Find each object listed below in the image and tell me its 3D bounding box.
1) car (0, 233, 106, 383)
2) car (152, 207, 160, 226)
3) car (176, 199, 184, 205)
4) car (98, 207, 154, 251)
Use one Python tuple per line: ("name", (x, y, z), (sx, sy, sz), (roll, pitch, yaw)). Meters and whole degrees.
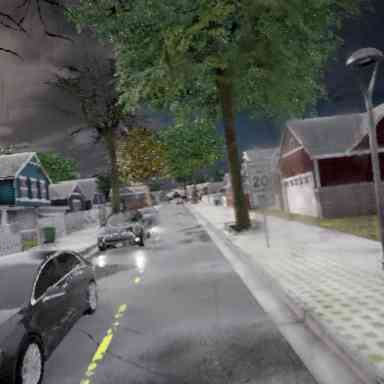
("car", (-2.947, 1.856, 5.502), (1.837, 1.490, 4.892), (-6, 0, -2))
("car", (-3.778, 2.070, 28.099), (1.837, 1.490, 4.892), (-6, 0, -2))
("car", (-3.149, 2.697, 88.246), (1.994, 1.385, 4.181), (-6, -1, -2))
("car", (-3.396, 1.812, 17.063), (2.097, 1.767, 4.553), (-6, 0, -2))
